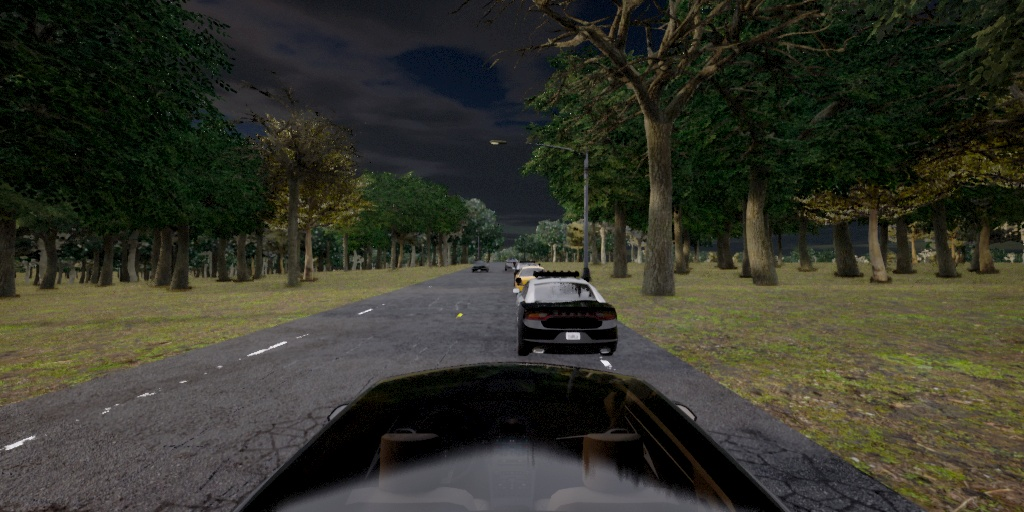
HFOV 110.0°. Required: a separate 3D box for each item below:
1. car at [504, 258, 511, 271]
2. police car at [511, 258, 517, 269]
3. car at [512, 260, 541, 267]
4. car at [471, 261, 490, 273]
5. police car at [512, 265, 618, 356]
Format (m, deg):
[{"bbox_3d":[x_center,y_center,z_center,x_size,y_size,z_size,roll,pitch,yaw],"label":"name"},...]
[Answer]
[{"bbox_3d":[0.037,1.129,45.977,2.128,1.511,4.902,0,0,1],"label":"car"},{"bbox_3d":[1.060,1.148,24.770,1.930,1.638,5.238,0,0,0],"label":"police car"},{"bbox_3d":[1.057,1.192,18.850,1.801,1.575,5.366,0,0,0],"label":"car"},{"bbox_3d":[-3.582,1.262,41.218,1.895,1.301,4.718,0,0,0],"label":"car"},{"bbox_3d":[1.054,1.174,8.767,1.930,1.638,5.238,0,0,0],"label":"police car"}]
